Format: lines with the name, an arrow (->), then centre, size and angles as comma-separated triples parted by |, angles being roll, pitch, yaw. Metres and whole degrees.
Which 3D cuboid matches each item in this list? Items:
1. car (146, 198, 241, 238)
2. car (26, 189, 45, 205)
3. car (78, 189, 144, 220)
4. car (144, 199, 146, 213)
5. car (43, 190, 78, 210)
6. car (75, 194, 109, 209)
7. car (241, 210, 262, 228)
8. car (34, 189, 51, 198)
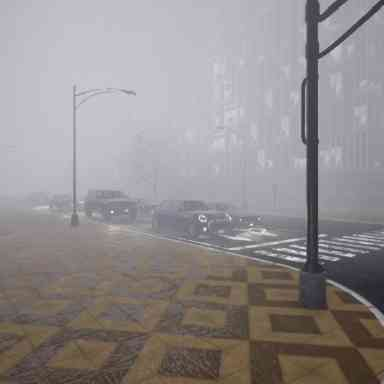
car -> -0.074, 1.124, 16.496 | 2.097, 1.767, 4.553 | 0, 1, -38
car -> -18.740, 0.710, 40.255 | 2.128, 1.511, 4.902 | 0, 1, -37
car -> -5.979, 0.819, 23.968 | 2.150, 2.045, 5.566 | 0, 1, -38
car -> -4.394, 1.166, 27.207 | 1.895, 1.301, 4.718 | 0, 1, -38
car -> -12.367, 0.900, 32.082 | 2.128, 1.511, 4.902 | 0, 1, -38
car -> -10.603, 0.945, 35.101 | 1.994, 1.385, 4.181 | 0, 1, -38
car -> 1.586, 1.289, 19.691 | 2.033, 1.411, 5.357 | 0, 1, -36
car -> -28.616, 0.236, 63.588 | 1.882, 1.535, 5.008 | 0, 1, -38
